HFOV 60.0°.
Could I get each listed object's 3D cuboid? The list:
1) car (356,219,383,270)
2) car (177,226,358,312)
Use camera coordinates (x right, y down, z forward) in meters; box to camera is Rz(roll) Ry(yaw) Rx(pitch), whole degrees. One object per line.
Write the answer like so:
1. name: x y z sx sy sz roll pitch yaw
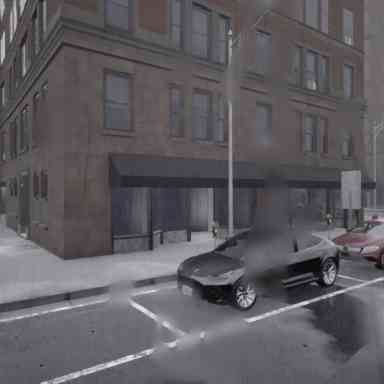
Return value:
1. car: 6.180 1.582 10.942 4.206 1.307 1.802 0 0 -35
2. car: 1.702 1.566 7.748 4.313 1.339 1.947 0 0 -35
